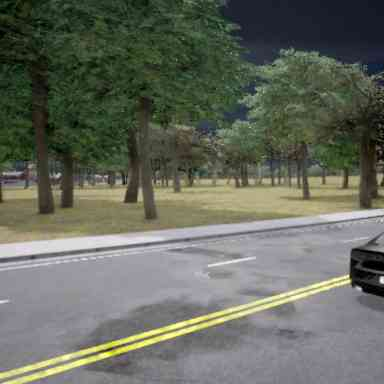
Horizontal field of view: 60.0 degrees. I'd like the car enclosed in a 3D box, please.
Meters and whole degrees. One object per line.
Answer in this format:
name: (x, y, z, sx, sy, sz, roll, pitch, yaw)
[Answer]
car: (5.489, 1.404, 7.354, 5.008, 1.535, 1.882, -1, 0, -36)
